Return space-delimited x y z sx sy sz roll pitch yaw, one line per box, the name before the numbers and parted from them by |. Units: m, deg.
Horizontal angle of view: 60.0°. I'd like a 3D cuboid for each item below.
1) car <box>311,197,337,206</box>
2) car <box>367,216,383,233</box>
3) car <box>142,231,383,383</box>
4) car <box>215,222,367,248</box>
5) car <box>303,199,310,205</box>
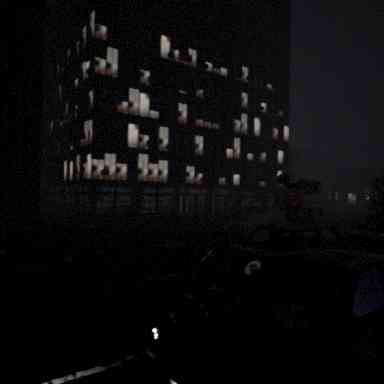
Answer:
car | 29.409 2.106 73.270 2.192 1.841 5.009 1 -1 -35
car | 6.722 1.544 11.301 4.097 1.590 1.967 1 0 -35
car | 2.033 1.586 4.828 5.357 1.411 2.033 1 0 -35
car | 2.123 1.495 8.027 4.097 1.590 1.967 1 0 -35
car | 26.218 2.258 77.813 1.967 1.590 4.097 1 -1 -35
